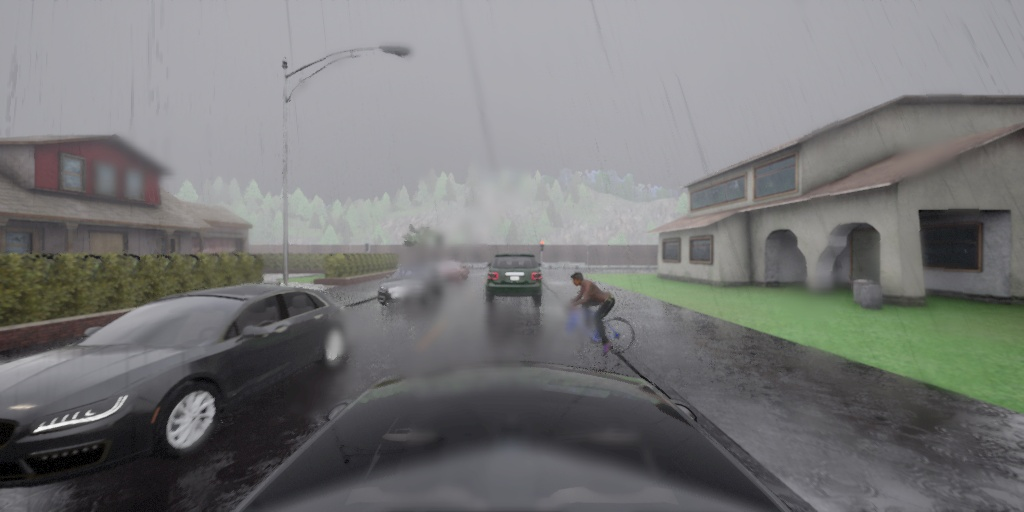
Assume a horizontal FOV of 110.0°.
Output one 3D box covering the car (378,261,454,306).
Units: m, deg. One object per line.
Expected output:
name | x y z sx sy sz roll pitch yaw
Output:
car | -4.064 1.141 15.200 2.128 1.511 4.902 0 0 0

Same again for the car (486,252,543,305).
car | 0.108 0.869 15.448 2.150 2.045 5.566 0 0 0

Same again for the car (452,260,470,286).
car | -3.970 1.063 23.843 1.882 1.535 5.008 0 0 0

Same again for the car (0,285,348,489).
car | -4.099 1.230 5.070 1.837 1.490 4.892 0 0 0

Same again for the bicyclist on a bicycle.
bicyclist on a bicycle | 1.473 1.108 6.834 1.656 1.620 0.582 -6 0 0
